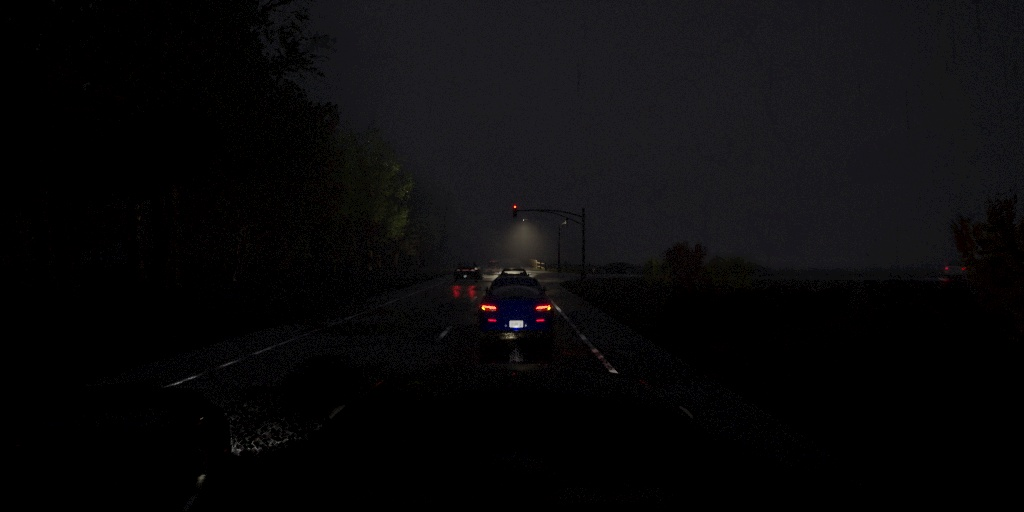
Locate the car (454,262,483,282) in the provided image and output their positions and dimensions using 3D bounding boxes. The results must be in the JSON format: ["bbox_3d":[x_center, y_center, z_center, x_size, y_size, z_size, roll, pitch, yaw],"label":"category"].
[{"bbox_3d":[-3.401,1.248,28.509,2.128,1.511,4.902,0,0,0],"label":"car"}]

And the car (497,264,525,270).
[{"bbox_3d":[0.099,1.318,18.661,1.994,1.385,4.181,0,0,0],"label":"car"}]

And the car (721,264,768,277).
[{"bbox_3d":[26.402,1.599,40.886,4.892,1.490,1.837,0,-1,0],"label":"car"}]

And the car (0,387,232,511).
[{"bbox_3d":[-3.400,1.313,1.343,1.994,1.385,4.181,0,0,0],"label":"car"}]

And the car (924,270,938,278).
[{"bbox_3d":[50.397,1.905,40.705,5.357,1.411,2.033,1,-1,1],"label":"car"}]

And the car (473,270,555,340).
[{"bbox_3d":[0.100,1.278,9.906,1.812,1.442,4.674,0,0,0],"label":"car"}]

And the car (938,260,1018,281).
[{"bbox_3d":[48.549,1.498,37.192,5.566,2.045,2.150,1,-1,0],"label":"car"}]

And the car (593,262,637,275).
[{"bbox_3d":[11.837,1.446,41.288,4.892,1.490,1.837,1,-1,5],"label":"car"}]
